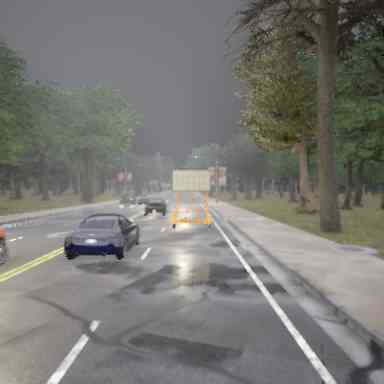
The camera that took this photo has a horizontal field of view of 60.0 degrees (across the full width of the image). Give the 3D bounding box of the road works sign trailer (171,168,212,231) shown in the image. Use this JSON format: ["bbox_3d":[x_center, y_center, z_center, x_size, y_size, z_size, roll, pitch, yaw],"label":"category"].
[{"bbox_3d":[-0.025,0.370,20.049,2.380,3.560,2.880,0,0,0],"label":"road works sign trailer"}]

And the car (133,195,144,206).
[{"bbox_3d":[-6.721,1.316,48.534,2.033,1.411,5.357,0,0,0],"label":"car"}]

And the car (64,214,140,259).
[{"bbox_3d":[-3.162,1.505,12.419,1.994,1.385,4.181,0,0,0],"label":"car"}]

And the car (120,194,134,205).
[{"bbox_3d":[-9.971,1.100,52.372,2.097,1.767,4.553,0,0,0],"label":"car"}]

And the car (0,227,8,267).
[{"bbox_3d":[-6.606,1.313,8.116,2.097,1.767,4.553,0,0,0],"label":"car"}]

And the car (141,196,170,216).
[{"bbox_3d":[-3.209,1.360,30.755,1.837,1.490,4.892,0,0,0],"label":"car"}]
